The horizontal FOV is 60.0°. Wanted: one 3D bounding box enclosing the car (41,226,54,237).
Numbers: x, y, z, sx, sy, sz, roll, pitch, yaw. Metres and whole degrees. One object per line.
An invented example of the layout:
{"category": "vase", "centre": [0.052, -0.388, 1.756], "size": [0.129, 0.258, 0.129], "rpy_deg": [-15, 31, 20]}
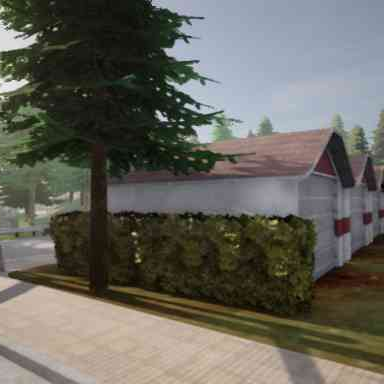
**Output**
{"category": "car", "centre": [-7.698, 2.418, 23.357], "size": [2.033, 1.411, 5.357], "rpy_deg": [-1, -2, 33]}
